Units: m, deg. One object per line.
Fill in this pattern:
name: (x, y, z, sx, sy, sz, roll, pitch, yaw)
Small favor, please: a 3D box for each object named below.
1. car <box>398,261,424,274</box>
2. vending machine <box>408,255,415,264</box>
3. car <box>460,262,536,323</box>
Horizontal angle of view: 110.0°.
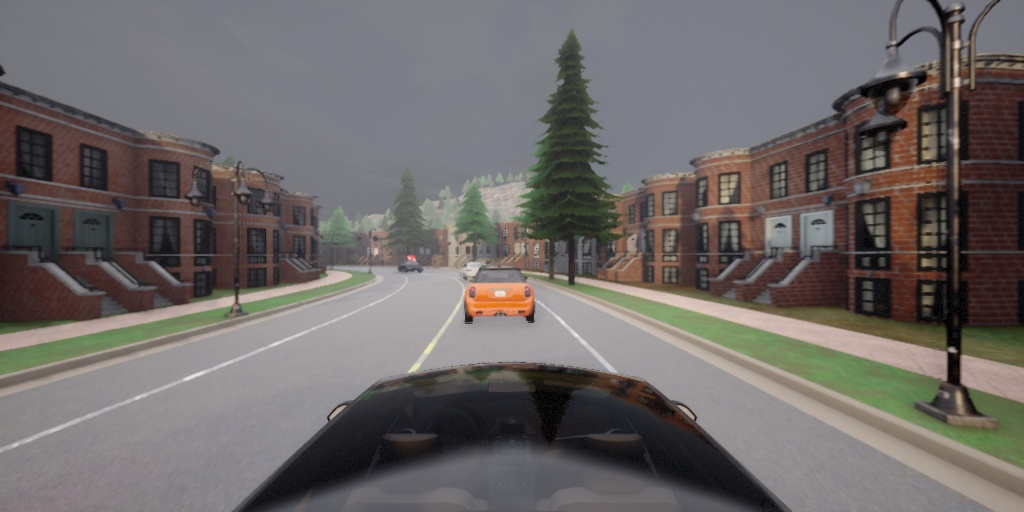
car: (-11.555, 1.248, 40.587, 2.033, 1.411, 5.357, 0, 0, -30)
vending machine: (-17.027, 0.868, 60.709, 0.880, 2.100, 1.100, 0, 0, 39)
car: (-0.486, 1.081, 12.267, 2.097, 1.767, 4.553, 0, 0, -4)
